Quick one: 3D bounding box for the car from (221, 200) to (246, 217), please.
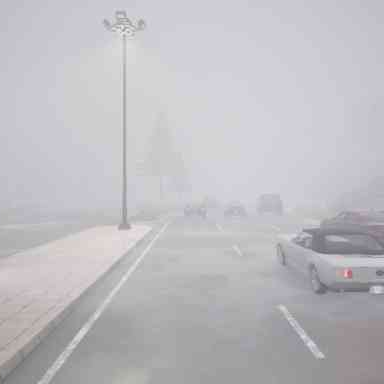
[{"bbox_3d":[3.926,1.525,30.629,1.812,1.442,4.674,0,0,4],"label":"car"}]

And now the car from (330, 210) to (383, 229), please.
[{"bbox_3d":[7.101,1.478,13.977,1.882,1.535,5.008,0,0,0],"label":"car"}]

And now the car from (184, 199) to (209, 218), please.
[{"bbox_3d":[0.372,1.601,30.306,1.895,1.301,4.718,0,0,3],"label":"car"}]

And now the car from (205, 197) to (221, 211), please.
[{"bbox_3d":[2.606,1.353,41.869,2.097,1.767,4.553,0,0,15],"label":"car"}]

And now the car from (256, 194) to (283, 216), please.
[{"bbox_3d":[7.603,1.218,32.932,2.150,2.045,5.566,0,0,6],"label":"car"}]

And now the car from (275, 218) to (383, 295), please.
[{"bbox_3d":[3.600,1.601,8.672,1.895,1.301,4.718,0,0,0],"label":"car"}]
